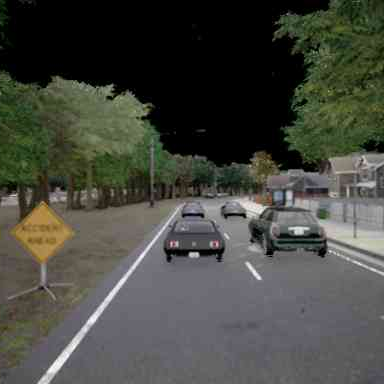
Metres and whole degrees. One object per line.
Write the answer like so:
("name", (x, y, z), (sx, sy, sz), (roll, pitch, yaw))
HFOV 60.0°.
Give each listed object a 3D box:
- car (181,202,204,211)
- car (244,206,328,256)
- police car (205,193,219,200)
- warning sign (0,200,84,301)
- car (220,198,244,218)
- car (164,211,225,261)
("car", (0.080, 1.536, 29.391), (1.994, 1.385, 4.181), (0, 0, 0))
("car", (3.579, 1.356, 13.239), (2.097, 1.767, 4.553), (0, 0, 0))
("police car", (4.798, 1.095, 86.199), (1.930, 1.638, 5.238), (0, 0, 16))
("warning sign", (-3.046, 1.120, 6.822), (1.300, 1.860, 1.060), (0, 0, 0))
("car", (3.580, 1.536, 29.422), (1.994, 1.385, 4.181), (0, 0, 0))
("car", (0.078, 1.604, 12.244), (1.895, 1.301, 4.718), (0, 0, 0))
